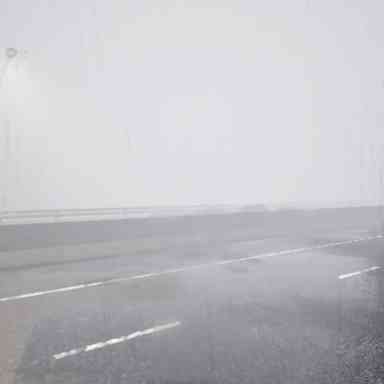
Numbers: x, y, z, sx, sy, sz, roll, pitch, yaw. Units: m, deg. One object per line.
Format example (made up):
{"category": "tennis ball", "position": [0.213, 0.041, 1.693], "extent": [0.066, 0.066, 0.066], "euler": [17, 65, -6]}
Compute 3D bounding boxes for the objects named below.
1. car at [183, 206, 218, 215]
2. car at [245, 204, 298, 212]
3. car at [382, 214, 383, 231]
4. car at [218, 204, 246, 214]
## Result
{"category": "car", "position": [1.524, 1.958, 31.081], "extent": [4.718, 1.301, 1.895], "euler": [0, -1, -36]}
{"category": "car", "position": [7.094, 1.796, 26.469], "extent": [5.357, 1.411, 2.033], "euler": [0, -1, -36]}
{"category": "car", "position": [11.688, 1.309, 16.602], "extent": [5.566, 2.045, 2.150], "euler": [0, -1, -36]}
{"category": "car", "position": [4.997, 1.807, 29.264], "extent": [4.892, 1.490, 1.837], "euler": [0, -1, -36]}
